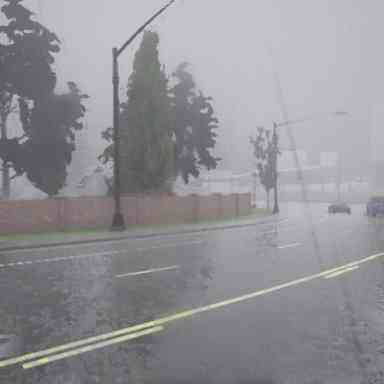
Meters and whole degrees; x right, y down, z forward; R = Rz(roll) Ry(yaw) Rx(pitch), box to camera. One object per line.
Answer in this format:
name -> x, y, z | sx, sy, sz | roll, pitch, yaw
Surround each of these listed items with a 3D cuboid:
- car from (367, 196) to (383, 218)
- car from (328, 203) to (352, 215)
car -> 18.806, 1.426, 32.954 | 2.150, 2.045, 5.566 | -1, -1, 20
car -> 16.832, 1.893, 37.911 | 1.895, 1.301, 4.718 | -1, -1, 15
